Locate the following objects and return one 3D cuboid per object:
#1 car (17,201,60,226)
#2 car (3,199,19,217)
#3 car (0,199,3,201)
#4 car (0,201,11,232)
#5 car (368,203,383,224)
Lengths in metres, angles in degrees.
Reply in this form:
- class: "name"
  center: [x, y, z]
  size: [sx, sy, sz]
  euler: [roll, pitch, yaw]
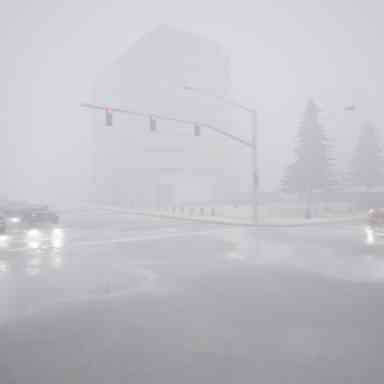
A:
- class: "car"
  center: [-10.927, 1.584, 23.779]
  size: [1.895, 1.301, 4.718]
  euler: [0, 0, -35]
- class: "car"
  center: [-16.018, 1.547, 30.933]
  size: [1.994, 1.385, 4.181]
  euler: [0, 0, -35]
- class: "car"
  center: [-22.098, 1.530, 39.501]
  size: [2.033, 1.411, 5.357]
  euler: [0, 0, -35]
- class: "car"
  center: [-12.044, 1.500, 19.313]
  size: [1.837, 1.490, 4.892]
  euler: [0, 0, -35]
- class: "car"
  center: [13.883, 1.270, 22.473]
  size: [4.553, 1.767, 2.097]
  euler: [0, 0, -35]
